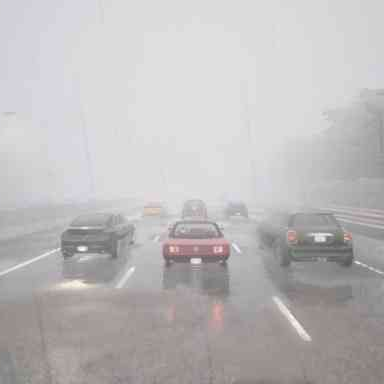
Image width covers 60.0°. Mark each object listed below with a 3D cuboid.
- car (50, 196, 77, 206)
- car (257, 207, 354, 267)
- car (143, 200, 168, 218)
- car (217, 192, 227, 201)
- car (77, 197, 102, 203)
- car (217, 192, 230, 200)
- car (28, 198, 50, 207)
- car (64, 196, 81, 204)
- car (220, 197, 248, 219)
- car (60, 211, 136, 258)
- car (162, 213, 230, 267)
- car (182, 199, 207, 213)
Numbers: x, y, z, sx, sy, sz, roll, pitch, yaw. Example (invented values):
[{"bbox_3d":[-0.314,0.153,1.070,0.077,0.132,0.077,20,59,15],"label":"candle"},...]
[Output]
[{"bbox_3d":[-17.329,1.538,46.536,2.033,1.411,5.357,0,0,1],"label":"car"},{"bbox_3d":[3.624,1.349,11.512,2.097,1.767,4.553,0,0,0],"label":"car"},{"bbox_3d":[-3.283,1.471,30.378,1.882,1.535,5.008,0,0,0],"label":"car"},{"bbox_3d":[7.810,1.140,85.932,2.150,2.045,5.566,0,0,1],"label":"car"},{"bbox_3d":[-13.830,1.539,46.520,2.033,1.411,5.357,0,0,1],"label":"car"},{"bbox_3d":[7.523,1.058,76.653,2.150,2.045,5.566,0,0,3],"label":"car"},{"bbox_3d":[-20.826,1.538,46.565,2.033,1.411,5.357,0,0,1],"label":"car"},{"bbox_3d":[-23.399,1.493,65.118,1.812,1.442,4.674,0,0,-2],"label":"car"},{"bbox_3d":[3.707,1.499,28.966,1.837,1.490,4.892,0,0,0],"label":"car"},{"bbox_3d":[-3.373,1.501,12.680,1.837,1.490,4.892,0,0,0],"label":"car"},{"bbox_3d":[0.122,1.598,11.325,1.895,1.301,4.718,0,0,0],"label":"car"},{"bbox_3d":[0.206,1.346,28.629,2.097,1.767,4.553,0,0,0],"label":"car"}]
